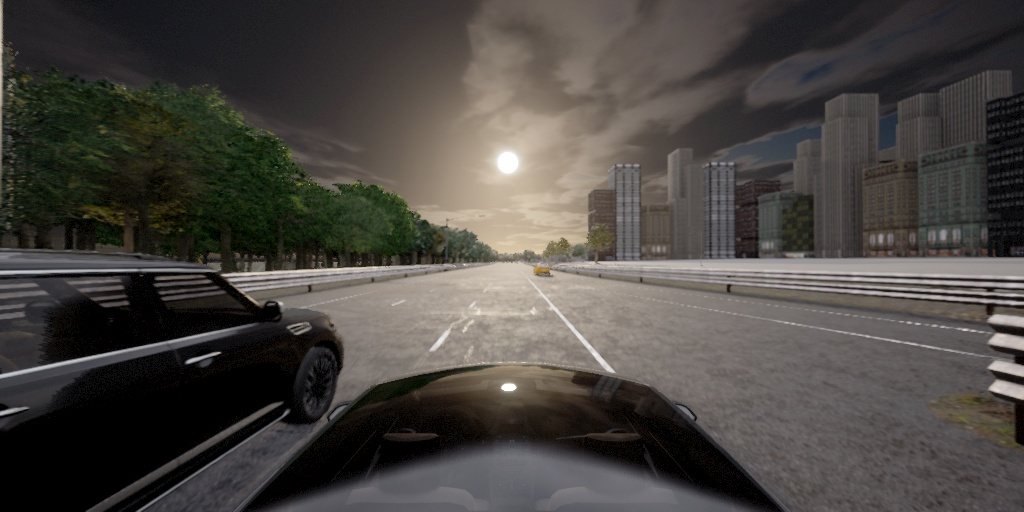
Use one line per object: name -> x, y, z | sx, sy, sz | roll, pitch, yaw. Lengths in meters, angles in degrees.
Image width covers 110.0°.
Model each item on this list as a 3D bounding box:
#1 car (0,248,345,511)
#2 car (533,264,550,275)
car -> -3.402, 0.982, 2.640 | 2.150, 2.045, 5.566 | 0, -1, 0
car -> 4.154, 1.907, 50.878 | 1.882, 1.535, 5.008 | 0, -1, -4
